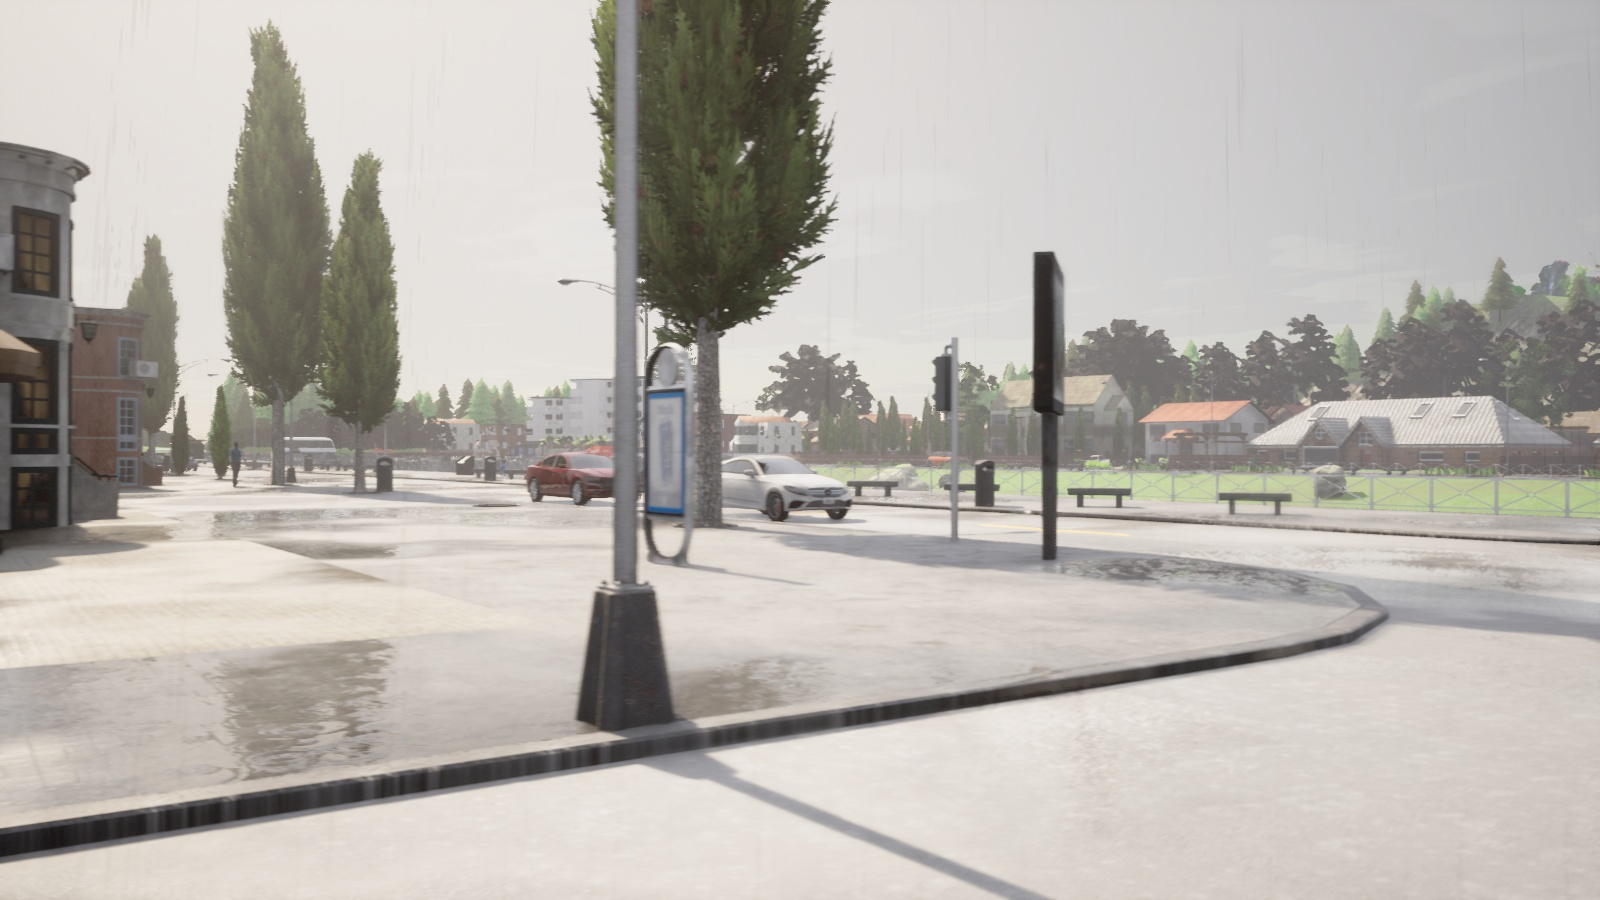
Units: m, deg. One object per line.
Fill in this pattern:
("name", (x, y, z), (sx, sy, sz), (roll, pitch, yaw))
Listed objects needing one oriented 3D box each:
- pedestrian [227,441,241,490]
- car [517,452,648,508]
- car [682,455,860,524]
("pedestrian", (-22.276, 0.615, 49.398), (0.396, 1.930, 0.692), (0, 0, -34))
("car", (-6.528, 0.828, 37.234), (1.882, 1.535, 5.008), (0, 0, -35))
("car", (-0.773, 0.843, 28.973), (1.812, 1.442, 4.674), (0, 0, -35))
